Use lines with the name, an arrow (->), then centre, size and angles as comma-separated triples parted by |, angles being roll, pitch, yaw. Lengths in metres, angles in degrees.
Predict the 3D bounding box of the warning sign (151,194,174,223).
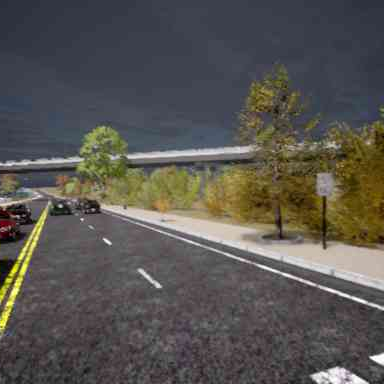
warning sign -> -1.987, 1.074, 22.417 | 1.300, 1.860, 1.060 | 0, 1, -23

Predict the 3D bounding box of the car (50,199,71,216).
car -> -14.675, 1.603, 36.985 | 2.097, 1.767, 4.553 | -2, 0, -23

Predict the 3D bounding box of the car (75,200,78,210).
car -> -15.581, 1.591, 47.627 | 2.097, 1.767, 4.553 | -2, 0, -23

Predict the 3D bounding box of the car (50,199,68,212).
car -> -18.666, 1.821, 46.600 | 2.128, 1.511, 4.902 | -2, 0, -22

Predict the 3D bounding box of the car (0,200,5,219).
car -> -20.202, 1.768, 33.215 | 2.097, 1.767, 4.553 | -2, 0, -22

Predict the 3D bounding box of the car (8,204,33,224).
car -> -13.984, 1.775, 26.720 | 1.837, 1.490, 4.892 | -2, 0, -22

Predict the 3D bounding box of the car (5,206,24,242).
car -> -10.124, 1.728, 17.346 | 1.812, 1.442, 4.674 | -2, 0, -23

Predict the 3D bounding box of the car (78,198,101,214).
car -> -11.562, 1.666, 37.971 | 1.837, 1.490, 4.892 | -2, 0, -23

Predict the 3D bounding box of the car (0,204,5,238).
car -> -6.386, 1.360, 8.329 | 2.150, 2.045, 5.566 | -2, 0, -23
